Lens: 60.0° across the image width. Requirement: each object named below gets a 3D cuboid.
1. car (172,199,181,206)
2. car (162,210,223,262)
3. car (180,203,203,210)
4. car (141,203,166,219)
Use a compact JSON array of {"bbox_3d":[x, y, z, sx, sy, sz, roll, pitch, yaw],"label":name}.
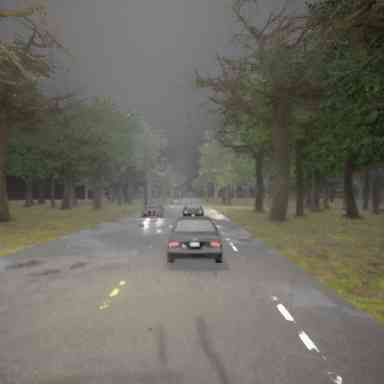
[{"bbox_3d":[-3.485,2.228,73.146,1.812,1.442,4.674,0,-1,0],"label":"car"},{"bbox_3d":[0.095,1.607,12.298,2.033,1.411,5.357,0,0,0],"label":"car"},{"bbox_3d":[0.103,1.789,30.970,1.895,1.301,4.718,0,0,0],"label":"car"},{"bbox_3d":[-3.589,1.758,31.761,1.994,1.385,4.181,0,0,0],"label":"car"}]
